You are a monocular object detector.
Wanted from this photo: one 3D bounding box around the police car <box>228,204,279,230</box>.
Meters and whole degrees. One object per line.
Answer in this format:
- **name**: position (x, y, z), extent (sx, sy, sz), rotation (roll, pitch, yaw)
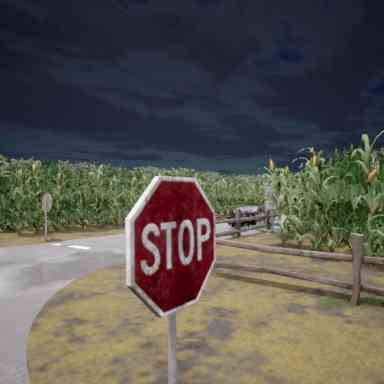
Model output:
- **police car**: position (4.442, 1.642, 23.224), extent (1.930, 1.638, 5.238), rotation (-1, -2, 37)
